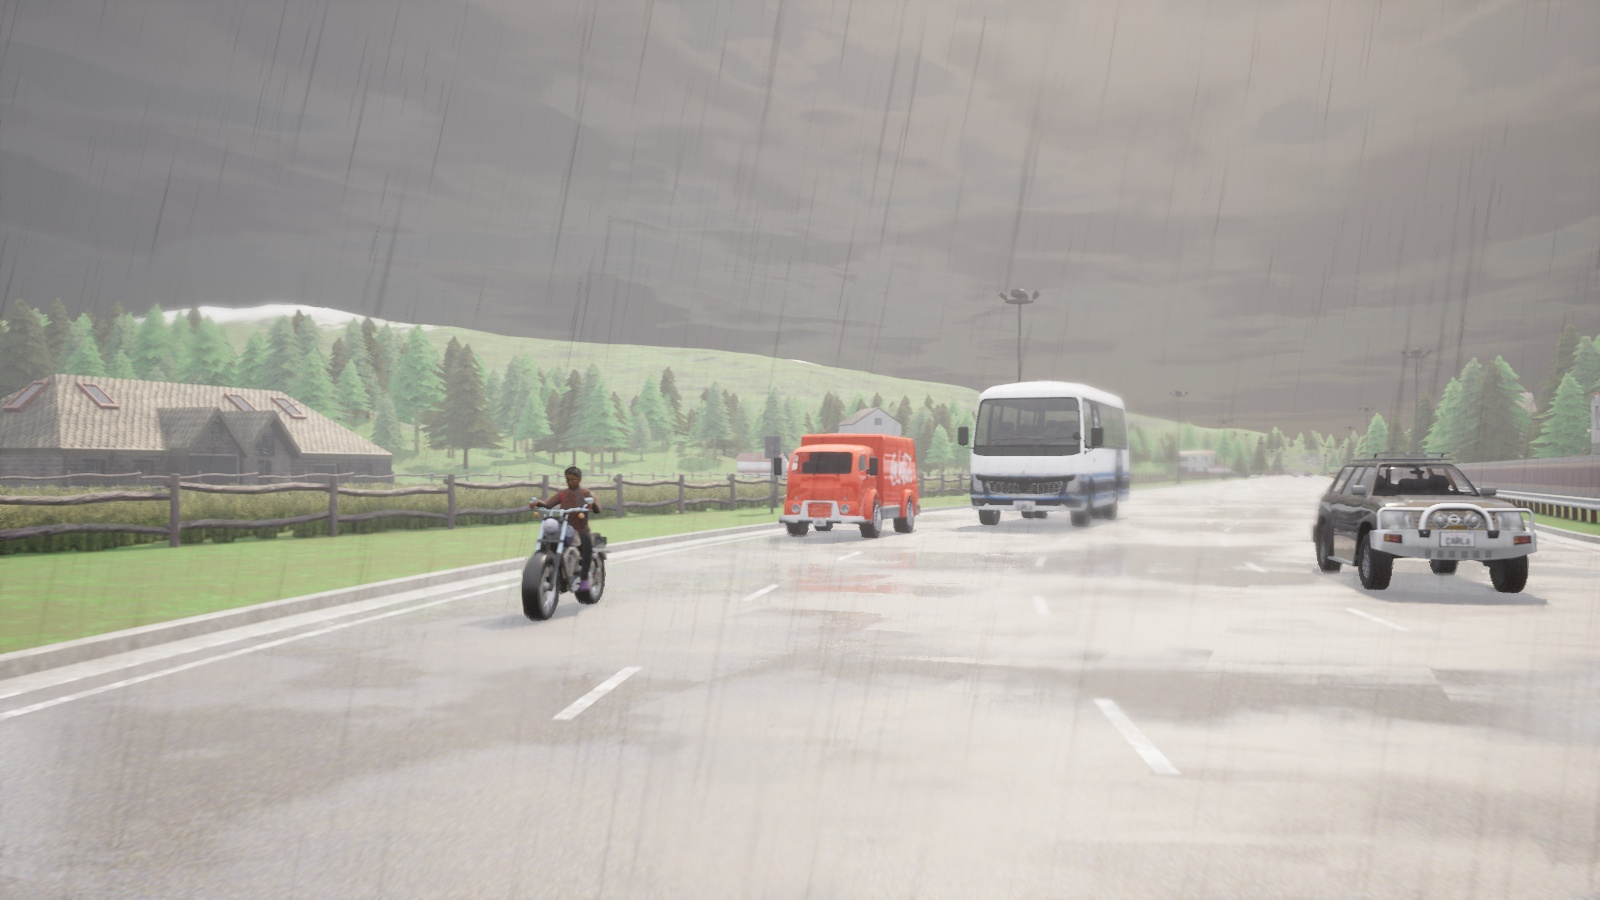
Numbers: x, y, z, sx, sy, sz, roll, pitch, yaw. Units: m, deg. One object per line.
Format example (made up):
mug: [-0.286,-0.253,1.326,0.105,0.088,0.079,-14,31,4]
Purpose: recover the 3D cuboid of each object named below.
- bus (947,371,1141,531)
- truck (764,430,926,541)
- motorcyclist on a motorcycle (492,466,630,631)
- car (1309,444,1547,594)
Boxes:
bus: [7.873,0.060,38.938,3.944,4.253,10.273,-1,0,22]
truck: [1.238,0.840,30.852,2.627,2.467,5.204,-1,-1,18]
motorcyclist on a motorcycle: [-2.566,1.006,13.807,0.766,1.649,2.350,0,-1,8]
car: [8.776,0.900,18.018,1.932,1.855,4.605,0,-1,12]
